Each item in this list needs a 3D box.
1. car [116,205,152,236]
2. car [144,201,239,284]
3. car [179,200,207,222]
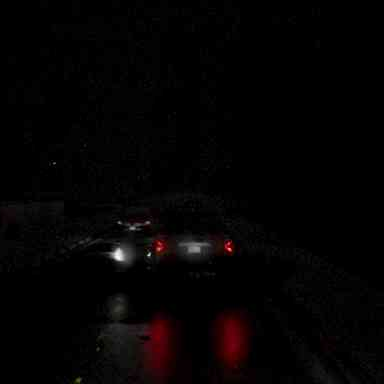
[{"bbox_3d":[-2.830,1.456,18.125,1.812,1.442,4.674,0,0,0],"label":"car"},{"bbox_3d":[0.069,1.316,9.604,2.097,1.767,4.553,0,0,0],"label":"car"},{"bbox_3d":[0.088,1.440,26.686,2.033,1.411,5.357,0,0,0],"label":"car"}]
